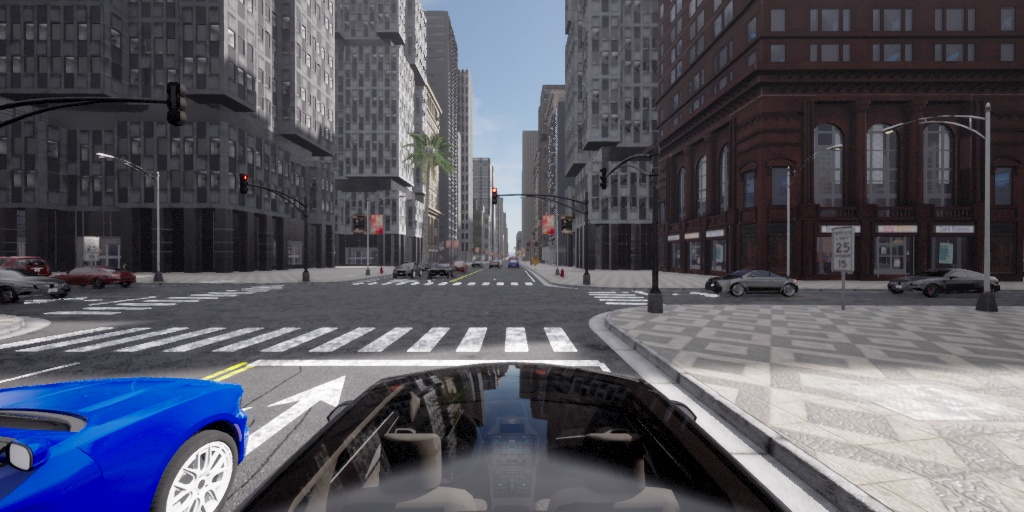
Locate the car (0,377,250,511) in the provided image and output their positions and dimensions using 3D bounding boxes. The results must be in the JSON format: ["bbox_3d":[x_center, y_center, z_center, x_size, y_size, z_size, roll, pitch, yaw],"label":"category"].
[{"bbox_3d":[-3.156,1.228,0.979,1.882,1.535,5.008,0,0,0],"label":"car"}]

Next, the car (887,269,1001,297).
[{"bbox_3d":[22.930,1.389,19.087,4.674,1.442,1.812,0,0,0],"label":"car"}]

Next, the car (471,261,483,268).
[{"bbox_3d":[-6.241,1.550,64.279,1.895,1.301,4.718,0,0,1],"label":"car"}]

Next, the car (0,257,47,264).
[{"bbox_3d":[-30.615,0.946,21.294,5.009,1.841,2.192,0,0,-1],"label":"car"}]

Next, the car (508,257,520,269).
[{"bbox_3d":[0.332,1.409,62.147,1.882,1.535,5.008,0,0,1],"label":"car"}]

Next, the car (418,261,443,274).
[{"bbox_3d":[-9.647,1.370,42.967,1.994,1.385,4.181,0,0,1],"label":"car"}]

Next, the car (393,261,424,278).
[{"bbox_3d":[-9.732,1.277,33.647,1.837,1.490,4.892,0,0,-2],"label":"car"}]

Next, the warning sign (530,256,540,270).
[{"bbox_3d":[3.065,0.941,47.306,1.300,1.860,1.060,0,0,0],"label":"warning sign"}]

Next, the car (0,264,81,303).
[{"bbox_3d":[-22.285,1.216,15.613,4.674,1.442,1.812,0,0,1],"label":"car"}]

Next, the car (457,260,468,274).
[{"bbox_3d":[-6.406,1.282,42.605,1.882,1.535,5.008,0,0,0],"label":"car"}]

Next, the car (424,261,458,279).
[{"bbox_3d":[-6.453,1.371,33.025,1.895,1.301,4.718,0,0,-2],"label":"car"}]

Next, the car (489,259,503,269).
[{"bbox_3d":[-2.962,1.439,62.469,1.837,1.490,4.892,0,0,0],"label":"car"}]

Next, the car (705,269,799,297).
[{"bbox_3d":[12.701,1.381,19.147,4.181,1.385,1.994,0,0,0],"label":"car"}]

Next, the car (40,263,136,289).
[{"bbox_3d":[-24.976,1.233,21.354,4.207,1.307,1.802,0,0,-1],"label":"car"}]
